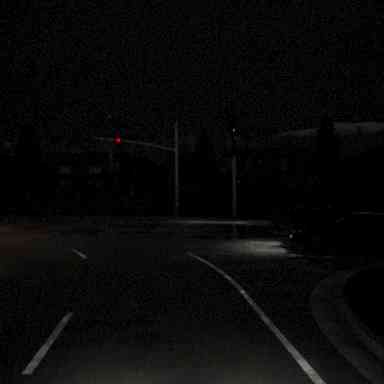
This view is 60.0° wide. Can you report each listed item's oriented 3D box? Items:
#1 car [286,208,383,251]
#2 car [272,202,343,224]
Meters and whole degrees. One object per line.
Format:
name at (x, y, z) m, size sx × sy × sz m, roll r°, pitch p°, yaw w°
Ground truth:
car at (6.320, 1.507, 13.074) m, size 4.674 × 1.442 × 1.812 m, roll 0°, pitch 0°, yaw 9°
car at (8.138, 1.458, 23.414) m, size 4.902 × 1.511 × 2.128 m, roll 0°, pitch 0°, yaw 9°
